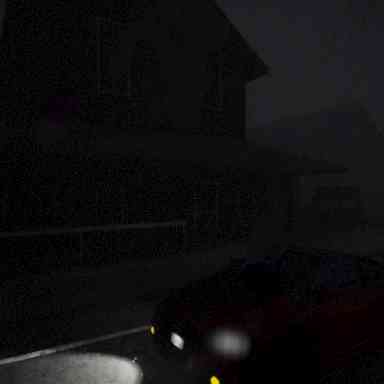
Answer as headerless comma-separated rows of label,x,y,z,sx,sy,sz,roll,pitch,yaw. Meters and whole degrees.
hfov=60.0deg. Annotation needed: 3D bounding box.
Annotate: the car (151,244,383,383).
car,1.524,1.525,4.896,4.181,1.385,1.994,-1,0,-32
